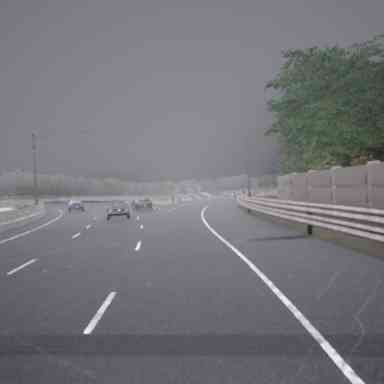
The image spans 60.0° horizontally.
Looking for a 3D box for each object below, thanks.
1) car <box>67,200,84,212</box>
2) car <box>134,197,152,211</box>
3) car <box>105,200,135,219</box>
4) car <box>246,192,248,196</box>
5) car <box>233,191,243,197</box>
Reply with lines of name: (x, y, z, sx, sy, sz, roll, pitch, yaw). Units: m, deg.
car: (-15.505, 1.761, 44.217, 1.812, 1.442, 4.674, -3, 1, -24)
car: (-5.918, 1.306, 38.745, 2.128, 1.511, 4.902, -3, 1, -19)
car: (-6.473, 1.515, 28.829, 2.033, 1.411, 5.357, -3, 1, -15)
car: (15.019, 0.559, 93.897, 2.128, 1.511, 4.902, -3, -2, 20)
car: (11.738, 0.478, 84.512, 1.812, 1.442, 4.674, -3, -2, 19)
